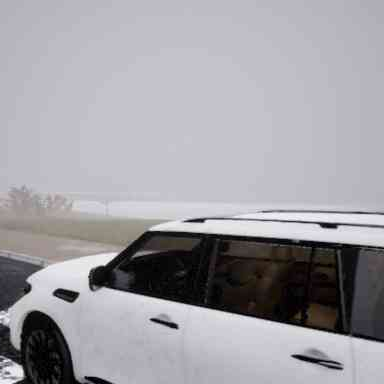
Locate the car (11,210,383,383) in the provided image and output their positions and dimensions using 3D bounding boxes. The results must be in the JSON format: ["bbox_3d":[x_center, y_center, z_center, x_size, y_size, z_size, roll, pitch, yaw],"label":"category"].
[{"bbox_3d":[0.463,1.214,3.363,5.566,2.045,2.150,0,0,35],"label":"car"}]
